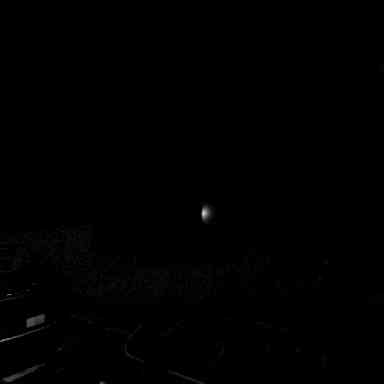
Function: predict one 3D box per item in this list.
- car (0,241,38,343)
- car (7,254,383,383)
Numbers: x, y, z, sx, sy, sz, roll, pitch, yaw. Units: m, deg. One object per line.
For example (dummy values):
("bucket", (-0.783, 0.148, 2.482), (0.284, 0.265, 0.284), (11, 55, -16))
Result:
("car", (-3.939, 1.550, 5.889), (4.403, 1.369, 2.008), (0, 0, 36))
("car", (0.559, 1.440, 2.679), (4.097, 1.590, 1.967), (0, 0, 36))
